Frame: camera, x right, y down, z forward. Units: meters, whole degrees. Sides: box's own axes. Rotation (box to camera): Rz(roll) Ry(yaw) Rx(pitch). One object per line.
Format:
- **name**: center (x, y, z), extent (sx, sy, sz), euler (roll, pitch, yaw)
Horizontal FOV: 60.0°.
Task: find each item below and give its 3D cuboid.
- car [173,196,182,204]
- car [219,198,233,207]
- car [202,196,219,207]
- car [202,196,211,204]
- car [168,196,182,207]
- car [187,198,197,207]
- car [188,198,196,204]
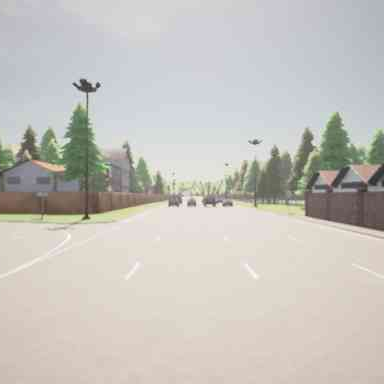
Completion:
- **car**: center (-3.534, 1.919, 81.680), extent (2.150, 2.045, 5.566), euler (0, -1, 0)
- **car**: center (6.977, 2.150, 65.510), extent (1.812, 1.442, 4.674), euler (0, 0, 0)
- **car**: center (3.474, 1.838, 65.143), extent (2.150, 2.045, 5.566), euler (0, 0, 0)
- **car**: center (3.466, 1.974, 80.792), extent (2.097, 1.767, 4.553), euler (0, -1, 0)
- **car**: center (-3.525, 1.972, 65.199), extent (2.097, 1.767, 4.553), euler (0, -1, 0)
- **car**: center (-0.024, 2.116, 65.411), extent (2.128, 1.511, 4.902), euler (0, 0, 0)
- **car**: center (-0.034, 2.119, 80.819), extent (1.837, 1.490, 4.892), euler (0, -1, 0)
